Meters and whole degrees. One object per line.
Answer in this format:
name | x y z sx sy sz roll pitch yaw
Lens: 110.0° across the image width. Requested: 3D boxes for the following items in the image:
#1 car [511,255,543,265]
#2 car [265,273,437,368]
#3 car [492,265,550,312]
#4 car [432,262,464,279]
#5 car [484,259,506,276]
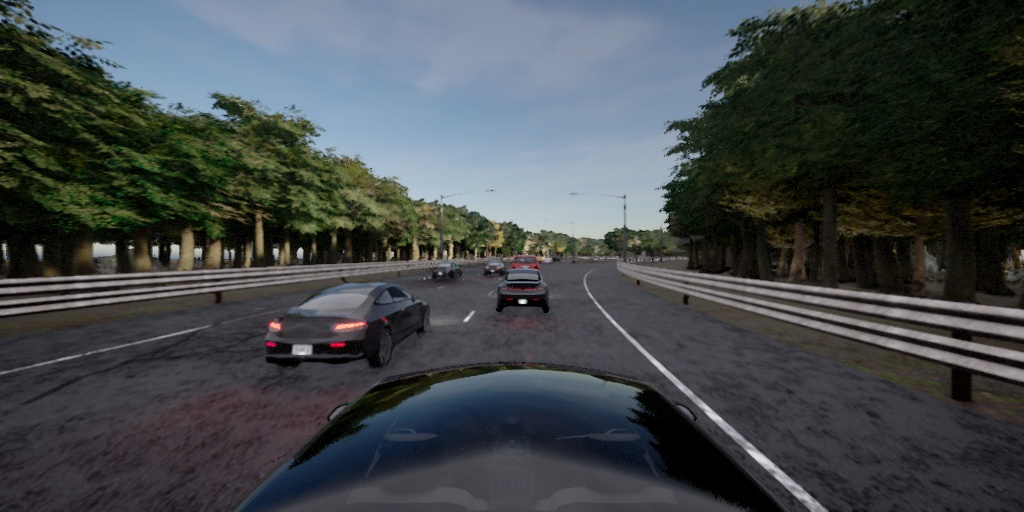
car | 1.070 0.970 27.728 2.150 2.045 5.566 0 0 4
car | -3.132 1.267 7.722 1.812 1.442 4.674 0 0 1
car | 0.435 1.259 14.280 1.837 1.490 4.892 0 0 2
car | -5.631 1.240 31.422 1.812 1.442 4.674 0 0 4
car | -1.675 1.252 36.663 1.812 1.442 4.674 0 0 5
